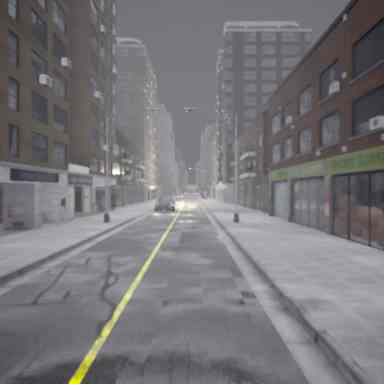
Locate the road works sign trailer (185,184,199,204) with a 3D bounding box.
[{"bbox_3d":[-0.014,0.335,57.851,2.380,3.560,2.880,0,0,0],"label":"road works sign trailer"}]

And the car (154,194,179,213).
[{"bbox_3d":[-2.850,1.276,36.178,2.097,1.767,4.553,0,0,0],"label":"car"}]

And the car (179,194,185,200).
[{"bbox_3d":[-2.769,1.193,76.695,1.812,1.442,4.674,0,0,0],"label":"car"}]
